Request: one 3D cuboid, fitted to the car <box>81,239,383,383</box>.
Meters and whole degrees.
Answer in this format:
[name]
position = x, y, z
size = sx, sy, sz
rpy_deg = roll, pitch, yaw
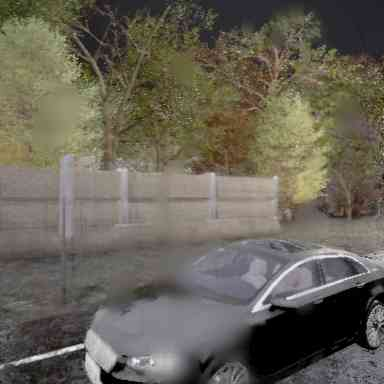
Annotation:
[car]
position = 1.021, 1.497, 4.699
size = 4.902, 1.511, 2.128
rpy_deg = 1, 1, -35
